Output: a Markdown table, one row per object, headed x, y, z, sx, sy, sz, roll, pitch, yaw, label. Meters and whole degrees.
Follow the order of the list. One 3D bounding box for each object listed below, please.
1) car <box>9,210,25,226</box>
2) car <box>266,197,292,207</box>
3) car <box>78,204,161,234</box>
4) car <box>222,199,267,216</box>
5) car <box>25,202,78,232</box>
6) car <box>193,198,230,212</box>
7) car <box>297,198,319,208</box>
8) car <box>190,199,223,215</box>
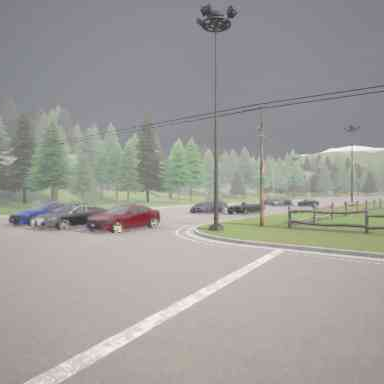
| x | y | z | sx | sy | sz | roll | pitch | yaw | label |
| --- | --- | --- | --- | --- | --- | --- | --- | --- | --- |
| -9.931 | 1.477 | 22.922 | 1.882 | 1.535 | 5.008 | 0 | 0 | 32 | car |
| 13.553 | 1.491 | 50.049 | 2.128 | 1.511 | 4.902 | 0 | 0 | 37 | car |
| -3.861 | 1.477 | 19.459 | 1.882 | 1.535 | 5.008 | 0 | 0 | 32 | car |
| 5.276 | 1.601 | 32.928 | 1.895 | 1.301 | 4.718 | 0 | 0 | 36 | car |
| -7.252 | 1.491 | 20.590 | 2.128 | 1.511 | 4.902 | 0 | 0 | 31 | car |
| 2.484 | 1.547 | 40.947 | 2.033 | 1.411 | 5.357 | 0 | 0 | 36 | car |
| 17.084 | 1.601 | 48.939 | 1.895 | 1.301 | 4.718 | 0 | 0 | 37 | car |
| 1.584 | 1.564 | 33.810 | 1.994 | 1.385 | 4.181 | 0 | 0 | 36 | car |
